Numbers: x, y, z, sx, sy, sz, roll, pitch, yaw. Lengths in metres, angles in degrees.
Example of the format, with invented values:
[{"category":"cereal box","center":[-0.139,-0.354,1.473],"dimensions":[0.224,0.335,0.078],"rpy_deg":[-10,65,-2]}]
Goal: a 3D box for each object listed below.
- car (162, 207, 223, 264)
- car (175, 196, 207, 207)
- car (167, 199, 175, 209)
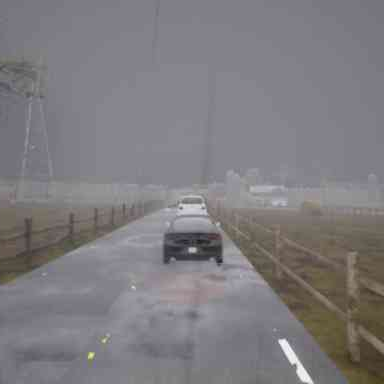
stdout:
[{"category":"car","center":[0.038,1.523,12.003],"dimensions":[1.882,1.535,5.008],"rpy_deg":[0,0,0]},{"category":"car","center":[0.030,1.330,26.507],"dimensions":[2.150,2.045,5.566],"rpy_deg":[0,0,1]},{"category":"car","center":[-2.842,1.841,51.521],"dimensions":[1.837,1.490,4.892],"rpy_deg":[0,-1,0]}]
